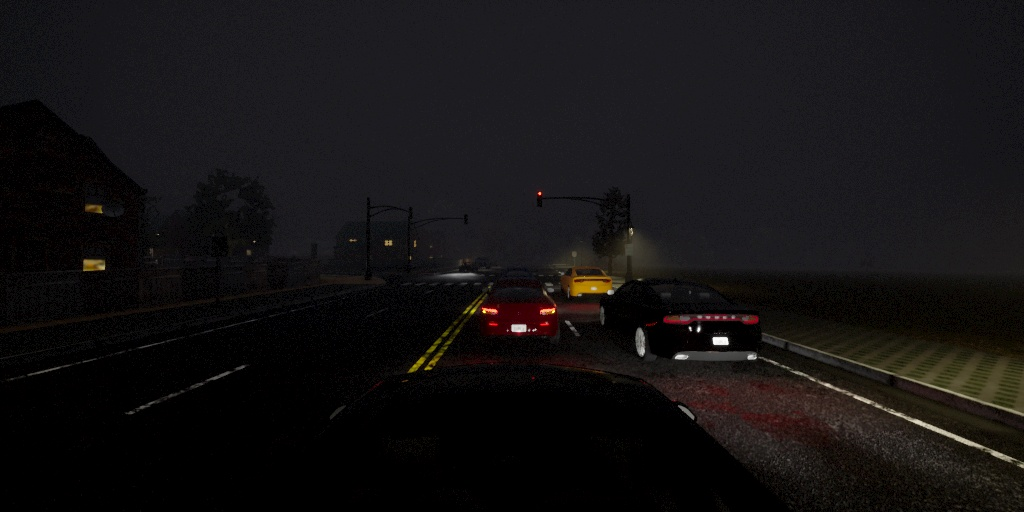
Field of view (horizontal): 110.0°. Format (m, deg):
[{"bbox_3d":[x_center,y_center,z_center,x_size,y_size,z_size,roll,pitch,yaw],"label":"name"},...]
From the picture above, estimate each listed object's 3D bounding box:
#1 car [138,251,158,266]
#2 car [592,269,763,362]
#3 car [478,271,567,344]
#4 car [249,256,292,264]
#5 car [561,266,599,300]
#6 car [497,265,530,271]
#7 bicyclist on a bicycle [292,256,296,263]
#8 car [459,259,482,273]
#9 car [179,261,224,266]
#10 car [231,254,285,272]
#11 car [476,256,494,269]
[{"bbox_3d":[-40.928,0.332,38.480,5.566,2.045,2.150,1,-1,16],"label":"car"},{"bbox_3d":[3.402,1.231,8.291,1.882,1.535,5.008,0,0,0],"label":"car"},{"bbox_3d":[0.162,1.280,9.465,1.812,1.442,4.674,0,0,1],"label":"car"},{"bbox_3d":[-21.062,0.910,32.952,5.008,1.535,1.882,1,-1,16],"label":"car"},{"bbox_3d":[3.532,1.239,17.759,1.882,1.535,5.008,0,0,1],"label":"car"},{"bbox_3d":[0.281,1.289,18.572,1.812,1.442,4.674,0,0,0],"label":"car"},{"bbox_3d":[-24.252,0.780,39.926,0.582,1.620,1.656,1,-1,15],"label":"bicyclist on a bicycle"},{"bbox_3d":[-5.468,1.418,45.605,1.895,1.301,4.718,0,0,3],"label":"car"},{"bbox_3d":[-30.849,0.875,35.666,4.718,1.301,1.895,1,-1,16],"label":"car"},{"bbox_3d":[-26.544,0.745,37.522,4.553,1.767,2.097,1,-1,16],"label":"car"},{"bbox_3d":[-4.775,1.060,57.826,2.150,2.045,5.566,0,1,4],"label":"car"}]
